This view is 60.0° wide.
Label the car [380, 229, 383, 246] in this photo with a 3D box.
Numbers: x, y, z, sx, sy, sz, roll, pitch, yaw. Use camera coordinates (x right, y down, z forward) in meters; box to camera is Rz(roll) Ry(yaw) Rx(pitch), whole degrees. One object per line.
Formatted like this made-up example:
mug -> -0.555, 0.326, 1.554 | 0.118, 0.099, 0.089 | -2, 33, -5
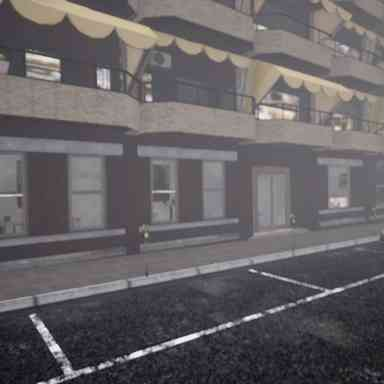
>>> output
car -> 9.079, 1.459, 13.077 | 4.206, 1.307, 1.802 | -1, 0, -36
